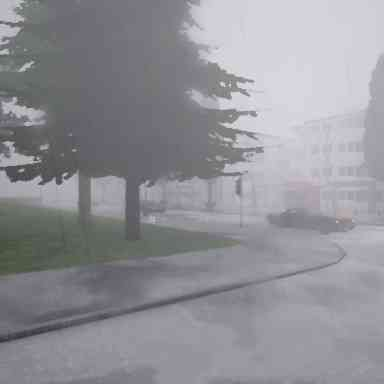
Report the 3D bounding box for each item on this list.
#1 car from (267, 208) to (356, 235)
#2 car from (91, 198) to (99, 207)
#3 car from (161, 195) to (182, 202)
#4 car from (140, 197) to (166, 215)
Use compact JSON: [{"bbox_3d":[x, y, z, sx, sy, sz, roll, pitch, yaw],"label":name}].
[{"bbox_3d":[6.665,1.591,18.926,1.895,1.301,4.718,0,0,-36],"label":"car"},{"bbox_3d":[-15.803,1.597,50.603,1.895,1.301,4.718,0,0,-35],"label":"car"},{"bbox_3d":[-5.171,1.646,83.181,4.974,1.542,2.038,0,0,-6],"label":"car"},{"bbox_3d":[-4.479,1.494,34.536,1.837,1.490,4.892,0,0,-35],"label":"car"}]
